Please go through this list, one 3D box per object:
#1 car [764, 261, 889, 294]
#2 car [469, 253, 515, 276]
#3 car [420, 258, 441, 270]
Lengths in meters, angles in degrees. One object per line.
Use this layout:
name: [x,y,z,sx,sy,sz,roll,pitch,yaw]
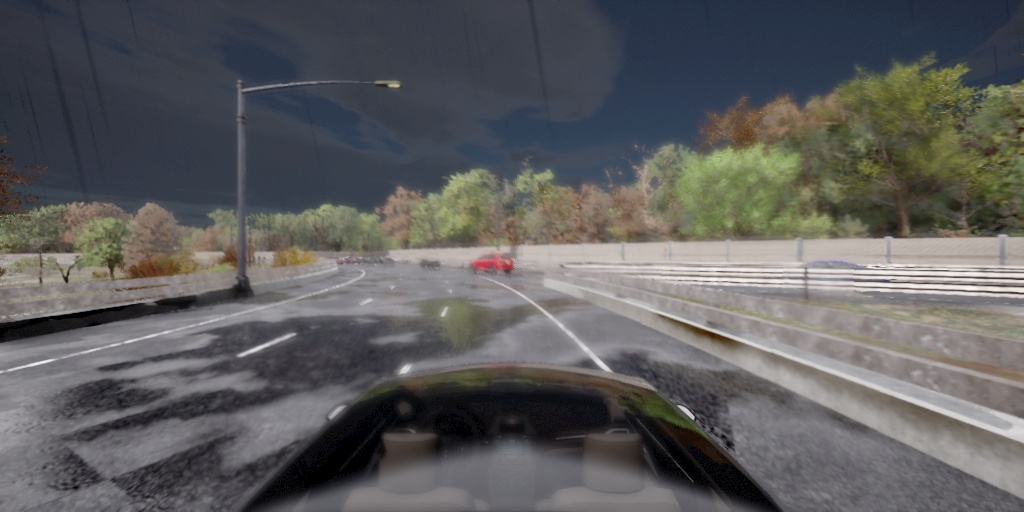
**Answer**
car: [16.479,0.999,19.101,5.008,1.535,1.882,0,1,36]
car: [-2.057,0.758,35.793,2.150,2.045,5.566,-1,0,-41]
car: [-11.595,1.026,50.566,1.882,1.535,5.008,0,0,-29]
